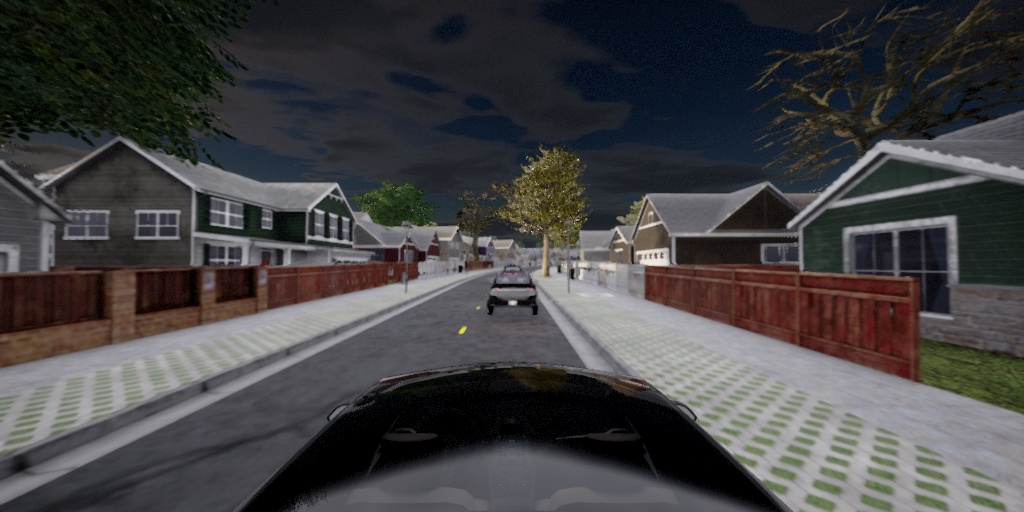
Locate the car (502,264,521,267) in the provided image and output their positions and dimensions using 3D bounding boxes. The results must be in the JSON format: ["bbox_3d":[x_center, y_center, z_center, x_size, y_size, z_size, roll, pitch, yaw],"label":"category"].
[{"bbox_3d":[0.092,1.515,29.304,1.837,1.490,4.892,0,0,1],"label":"car"}]

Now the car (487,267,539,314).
[{"bbox_3d":[0.045,1.359,14.285,2.128,1.511,4.902,0,0,0],"label":"car"}]

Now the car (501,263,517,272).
[{"bbox_3d":[-0.451,1.924,60.806,1.895,1.301,4.718,0,-1,8],"label":"car"}]
